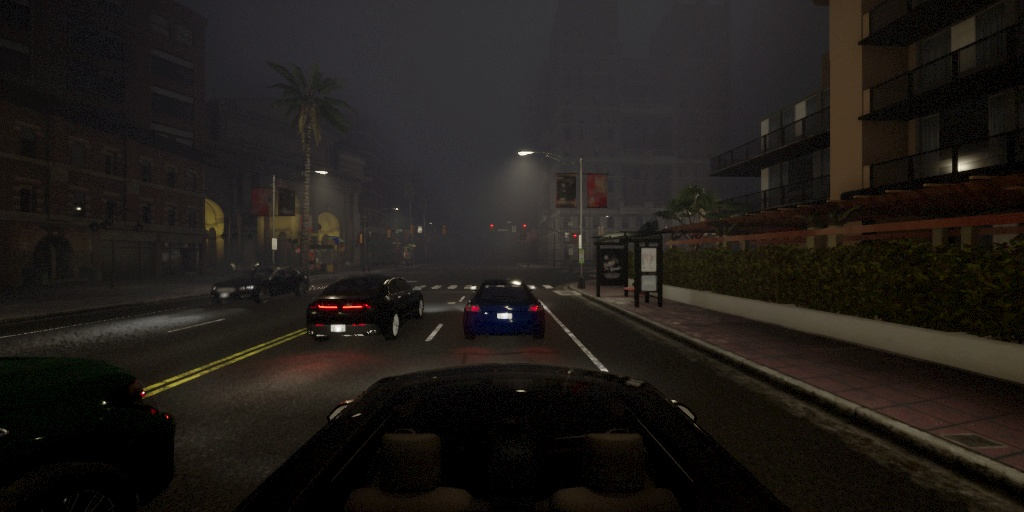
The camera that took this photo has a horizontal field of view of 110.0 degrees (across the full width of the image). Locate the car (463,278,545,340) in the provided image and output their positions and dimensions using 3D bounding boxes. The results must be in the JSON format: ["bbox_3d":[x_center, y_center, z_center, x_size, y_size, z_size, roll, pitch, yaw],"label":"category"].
[{"bbox_3d":[-0.236,1.314,10.035,1.994,1.385,4.181,0,0,-2],"label":"car"}]

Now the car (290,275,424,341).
[{"bbox_3d":[-3.725,1.255,9.879,1.837,1.490,4.892,0,0,-3],"label":"car"}]

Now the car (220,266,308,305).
[{"bbox_3d":[-11.132,1.241,16.230,2.128,1.511,4.902,0,0,-2],"label":"car"}]
